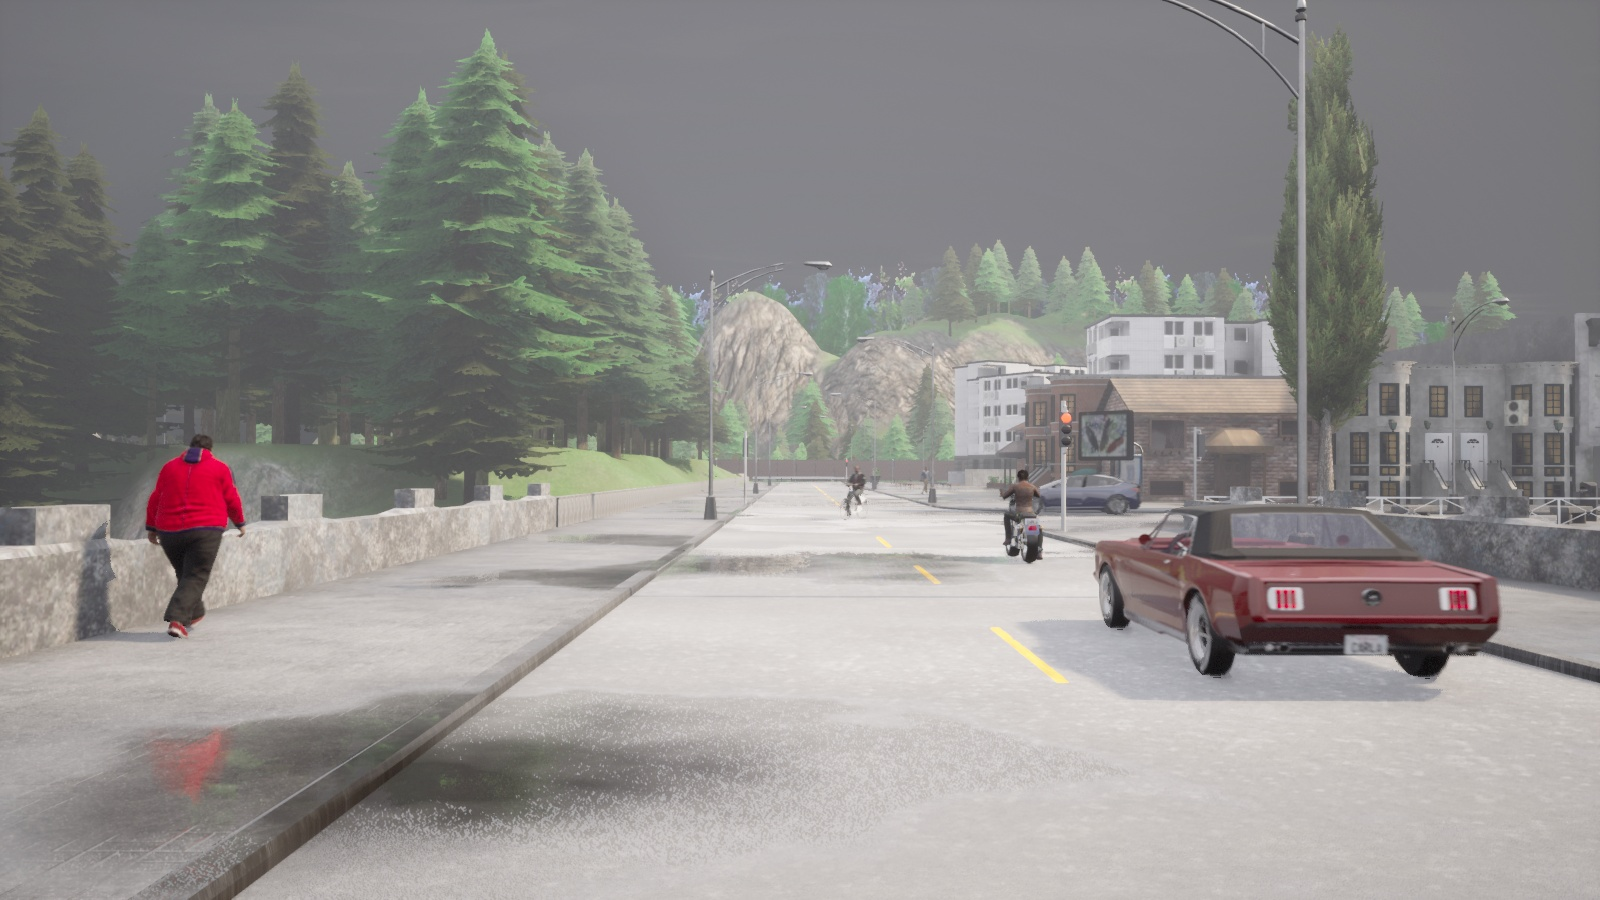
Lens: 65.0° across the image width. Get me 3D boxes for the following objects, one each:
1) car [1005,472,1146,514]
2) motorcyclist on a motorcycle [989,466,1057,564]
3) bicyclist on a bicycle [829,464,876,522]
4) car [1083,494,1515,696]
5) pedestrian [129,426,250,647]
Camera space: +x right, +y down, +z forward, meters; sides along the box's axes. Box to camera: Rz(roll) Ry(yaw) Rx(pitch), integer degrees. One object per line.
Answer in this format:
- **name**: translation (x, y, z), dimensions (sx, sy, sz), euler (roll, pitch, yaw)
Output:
- **car**: translation (10.006, 1.543, 45.925), dimensions (4.792, 1.488, 2.163), euler (0, -1, 5)
- **motorcyclist on a motorcycle**: translation (3.944, 1.124, 22.380), dimensions (0.766, 1.649, 2.350), euler (0, -1, 0)
- **bicyclist on a bicycle**: translation (1.678, 1.348, 39.950), dimensions (0.659, 1.776, 1.843), euler (1, -1, 32)
- **car**: translation (3.973, 1.084, 11.026), dimensions (1.895, 1.301, 4.718), euler (0, -1, 0)
- **pedestrian**: translation (-5.301, 0.729, 10.958), dimensions (0.634, 1.844, 0.899), euler (0, -1, -2)
